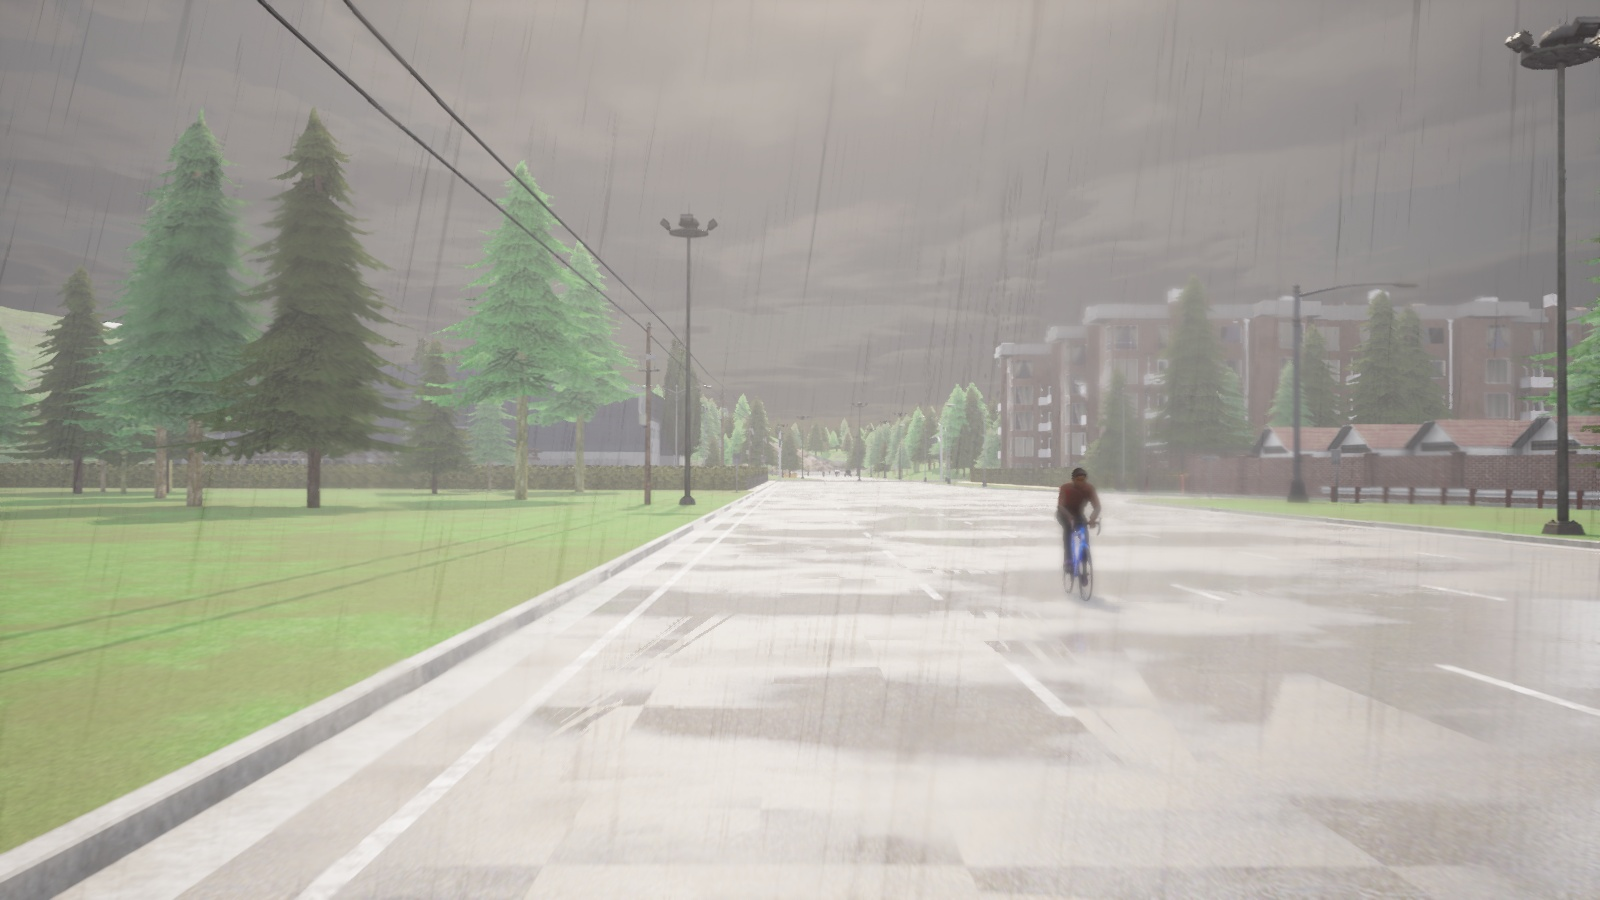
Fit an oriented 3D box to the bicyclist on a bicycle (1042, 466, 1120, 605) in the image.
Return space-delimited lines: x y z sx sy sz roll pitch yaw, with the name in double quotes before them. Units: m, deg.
"bicyclist on a bicycle" 3.462 1.014 15.580 0.582 1.620 1.656 0 -1 0
